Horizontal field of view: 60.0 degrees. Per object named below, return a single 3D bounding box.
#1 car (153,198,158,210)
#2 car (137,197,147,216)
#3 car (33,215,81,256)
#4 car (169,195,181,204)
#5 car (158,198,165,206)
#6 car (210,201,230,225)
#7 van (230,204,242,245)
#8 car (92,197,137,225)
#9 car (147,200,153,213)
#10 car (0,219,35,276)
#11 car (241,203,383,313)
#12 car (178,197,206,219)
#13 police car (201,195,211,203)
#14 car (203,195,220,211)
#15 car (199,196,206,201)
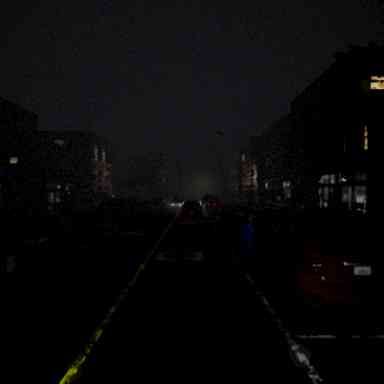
[{"bbox_3d":[-5.704,1.595,40.879,1.887,1.381,4.507,-1,0,0],"label":"car"},{"bbox_3d":[-5.703,1.352,29.792,2.192,1.841,5.009,-1,0,0],"label":"car"},{"bbox_3d":[-5.697,1.599,13.160,1.802,1.307,4.206,-1,0,0],"label":"car"},{"bbox_3d":[-3.028,1.435,66.271,2.097,1.767,4.553,0,0,0],"label":"car"},{"bbox_3d":[-5.709,1.636,57.511,1.947,1.339,4.313,-1,0,0],"label":"car"},{"bbox_3d":[2.681,1.581,24.250,2.008,1.369,4.403,-1,0,0],"label":"car"},{"bbox_3d":[2.682,1.358,13.162,1.690,1.788,3.998,-1,0,0],"label":"van"},{"bbox_3d":[-5.703,1.345,24.248,2.192,1.841,5.009,-1,0,0],"label":"car"},{"bbox_3d":[-5.703,1.610,35.335,1.947,1.339,4.313,-1,0,0],"label":"car"},{"bbox_3d":[-5.695,1.554,7.615,1.887,1.381,4.507,-1,0,0],"label":"car"},{"bbox_3d":[2.683,1.325,7.618,2.192,1.841,5.009,-1,0,0],"label":"car"},{"bbox_3d":[0.004,1.515,29.529,1.882,1.535,5.008,0,0,0],"label":"car"},{"bbox_3d":[2.979,1.513,72.204,1.930,1.638,5.238,0,0,0],"label":"police car"},{"bbox_3d":[2.675,1.491,40.882,1.967,1.590,4.097,-1,0,0],"label":"car"},{"bbox_3d":[2.663,1.647,85.234,1.887,1.381,4.507,-1,0,0],"label":"car"}]
